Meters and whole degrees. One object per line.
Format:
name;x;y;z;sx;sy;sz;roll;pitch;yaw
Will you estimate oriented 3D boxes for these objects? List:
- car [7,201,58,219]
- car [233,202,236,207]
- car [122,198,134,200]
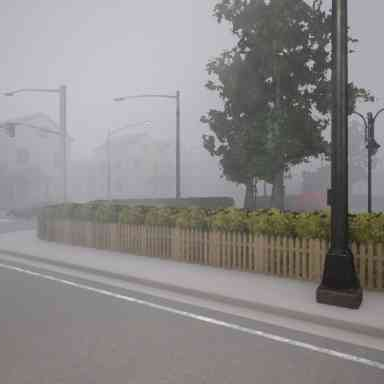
car;-13.288;1.547;29.468;2.033;1.411;5.357;0;0;35
car;4.875;1.564;49.126;1.994;1.385;4.181;0;0;35
car;-7.348;1.491;38.016;2.128;1.511;4.902;0;0;35
